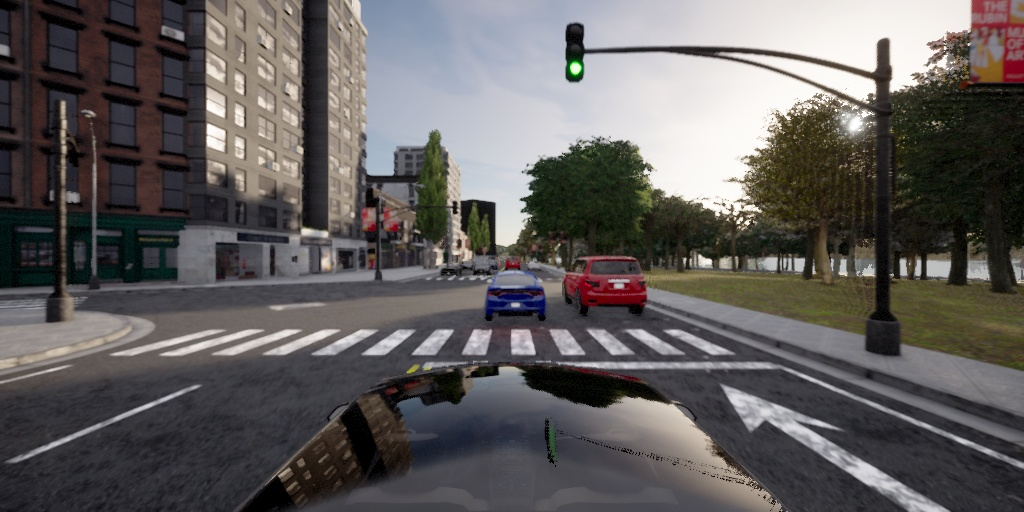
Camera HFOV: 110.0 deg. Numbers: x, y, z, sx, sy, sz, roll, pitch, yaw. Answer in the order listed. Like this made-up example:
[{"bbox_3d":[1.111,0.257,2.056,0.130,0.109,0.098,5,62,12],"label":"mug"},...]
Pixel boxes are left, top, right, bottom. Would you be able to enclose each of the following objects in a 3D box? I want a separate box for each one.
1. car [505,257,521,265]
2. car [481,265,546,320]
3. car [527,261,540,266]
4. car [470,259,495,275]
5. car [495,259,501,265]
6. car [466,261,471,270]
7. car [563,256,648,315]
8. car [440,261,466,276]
[{"bbox_3d":[0.127,1.156,52.679,2.150,2.045,5.566,0,0,0],"label":"car"},{"bbox_3d":[0.108,1.267,12.884,1.882,1.535,5.008,0,0,0],"label":"car"},{"bbox_3d":[3.378,1.475,55.794,1.812,1.442,4.674,0,0,0],"label":"car"},{"bbox_3d":[-3.315,1.392,40.960,1.837,1.490,4.892,0,0,0],"label":"car"},{"bbox_3d":[-3.277,1.298,55.182,2.097,1.767,4.553,0,0,0],"label":"car"},{"bbox_3d":[-6.547,1.439,52.341,1.837,1.490,4.892,0,0,0],"label":"car"},{"bbox_3d":[3.357,1.018,13.875,2.150,2.045,5.566,0,0,0],"label":"car"},{"bbox_3d":[-6.570,1.483,39.342,1.895,1.301,4.718,0,0,0],"label":"car"}]
